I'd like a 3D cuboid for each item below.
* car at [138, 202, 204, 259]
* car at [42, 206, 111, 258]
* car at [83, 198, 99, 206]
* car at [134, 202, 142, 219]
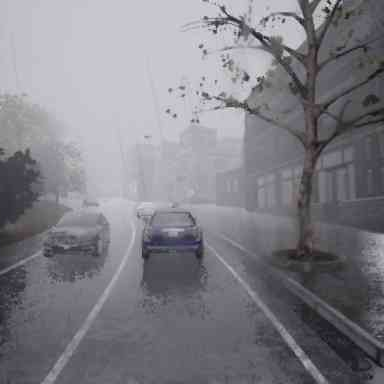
[{"bbox_3d":[-0.851,1.396,12.965,2.097,1.767,4.553,0,0,-6],"label":"car"},{"bbox_3d":[-4.305,1.525,13.053,1.837,1.490,4.892,1,0,-7],"label":"car"},{"bbox_3d":[-15.641,1.613,51.490,2.033,1.411,5.357,2,-1,-25],"label":"car"},{"bbox_3d":[-4.250,1.660,30.687,1.812,1.442,4.674,1,-1,-15],"label":"car"}]
